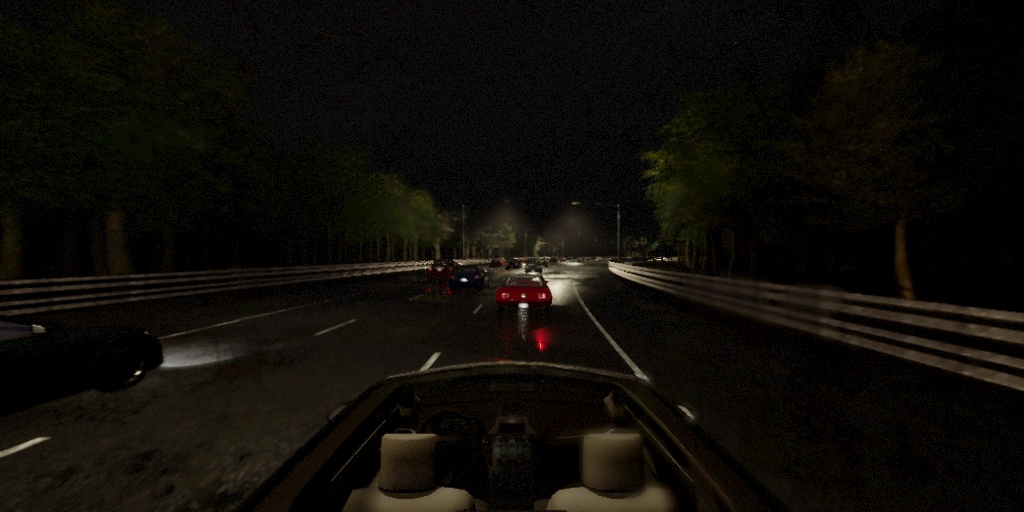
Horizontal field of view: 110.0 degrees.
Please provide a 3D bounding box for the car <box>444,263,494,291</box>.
[{"bbox_3d":[-2.506,1.315,21.885,1.994,1.385,4.181,0,0,4],"label":"car"}]

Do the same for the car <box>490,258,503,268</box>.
[{"bbox_3d":[-2.250,1.039,58.660,2.097,1.767,4.553,0,0,8],"label":"car"}]

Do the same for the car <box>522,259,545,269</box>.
[{"bbox_3d":[2.532,1.344,41.143,1.895,1.301,4.718,0,0,6],"label":"car"}]

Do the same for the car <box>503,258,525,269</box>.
[{"bbox_3d":[0.338,1.246,51.779,1.812,1.442,4.674,0,0,8],"label":"car"}]

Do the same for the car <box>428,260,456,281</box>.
[{"bbox_3d":[-5.444,1.094,30.027,2.097,1.767,4.553,1,0,5],"label":"car"}]

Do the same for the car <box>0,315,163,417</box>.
[{"bbox_3d":[-6.759,1.304,4.125,1.994,1.385,4.181,0,0,1],"label":"car"}]

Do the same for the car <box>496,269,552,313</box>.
[{"bbox_3d":[0.489,1.354,14.098,1.895,1.301,4.718,0,0,3],"label":"car"}]

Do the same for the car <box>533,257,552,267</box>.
[{"bbox_3d":[5.329,1.042,62.427,2.097,1.767,4.553,0,0,9],"label":"car"}]
